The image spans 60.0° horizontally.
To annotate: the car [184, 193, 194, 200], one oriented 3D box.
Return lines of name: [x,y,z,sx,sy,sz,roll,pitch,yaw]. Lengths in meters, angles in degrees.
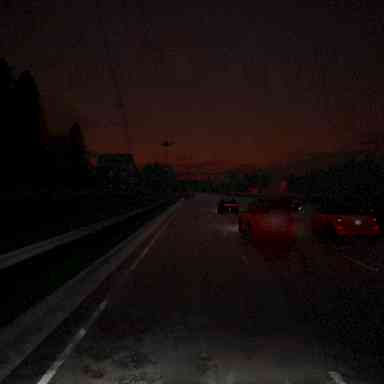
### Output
car: [-1.229,1.182,92.353,2.097,1.767,4.553,0,0,0]

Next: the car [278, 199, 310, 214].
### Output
car: [10.585,1.461,34.869,1.812,1.442,4.674,0,0,0]

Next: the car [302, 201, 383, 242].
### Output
car: [7.100,1.322,16.348,2.097,1.767,4.553,0,0,0]

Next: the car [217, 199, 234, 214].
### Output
car: [3.599,1.429,33.794,2.128,1.511,4.902,0,0,0]

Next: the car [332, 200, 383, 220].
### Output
car: [14.099,1.495,28.477,2.033,1.411,5.357,0,0,0]

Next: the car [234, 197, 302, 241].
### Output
car: [3.601,1.321,16.621,2.097,1.767,4.553,0,0,0]

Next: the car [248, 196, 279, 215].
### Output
car: [7.099,1.290,33.514,2.097,1.767,4.553,0,0,0]
